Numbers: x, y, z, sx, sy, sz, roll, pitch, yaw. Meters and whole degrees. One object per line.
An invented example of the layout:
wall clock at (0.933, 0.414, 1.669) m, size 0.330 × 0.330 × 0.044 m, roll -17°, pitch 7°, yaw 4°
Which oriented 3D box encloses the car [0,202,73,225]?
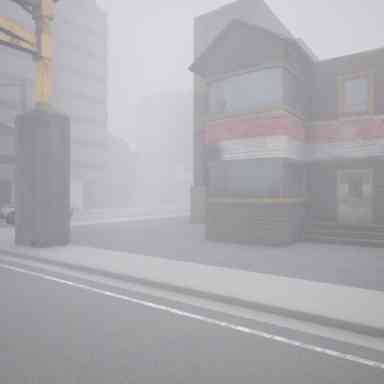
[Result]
car at (-10.705, 1.453, 23.515) m, size 2.038 × 1.542 × 4.974 m, roll 0°, pitch 0°, yaw 16°
